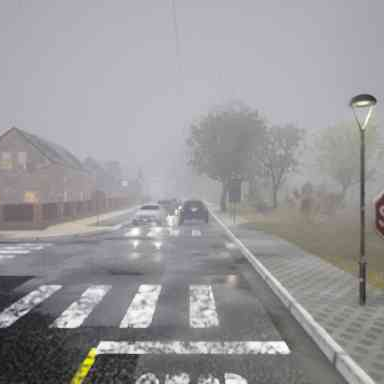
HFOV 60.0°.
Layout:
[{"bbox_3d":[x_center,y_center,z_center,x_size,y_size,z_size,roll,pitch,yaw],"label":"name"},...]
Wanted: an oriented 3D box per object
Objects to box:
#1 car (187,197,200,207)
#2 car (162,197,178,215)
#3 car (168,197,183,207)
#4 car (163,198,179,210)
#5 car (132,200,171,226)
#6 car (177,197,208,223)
[{"bbox_3d":[0.262,1.567,55.278,2.128,1.511,4.902,0,0,0],"label":"car"},{"bbox_3d":[-2.752,1.529,33.930,1.837,1.490,4.892,0,0,1],"label":"car"},{"bbox_3d":[-2.649,1.562,54.086,2.128,1.511,4.902,0,0,0],"label":"car"},{"bbox_3d":[-2.724,1.548,43.833,1.837,1.490,4.892,0,0,0],"label":"car"},{"bbox_3d":[-2.890,1.536,23.641,1.812,1.442,4.674,0,0,3],"label":"car"},{"bbox_3d":[0.169,1.364,26.105,2.097,1.767,4.553,0,0,0],"label":"car"}]
